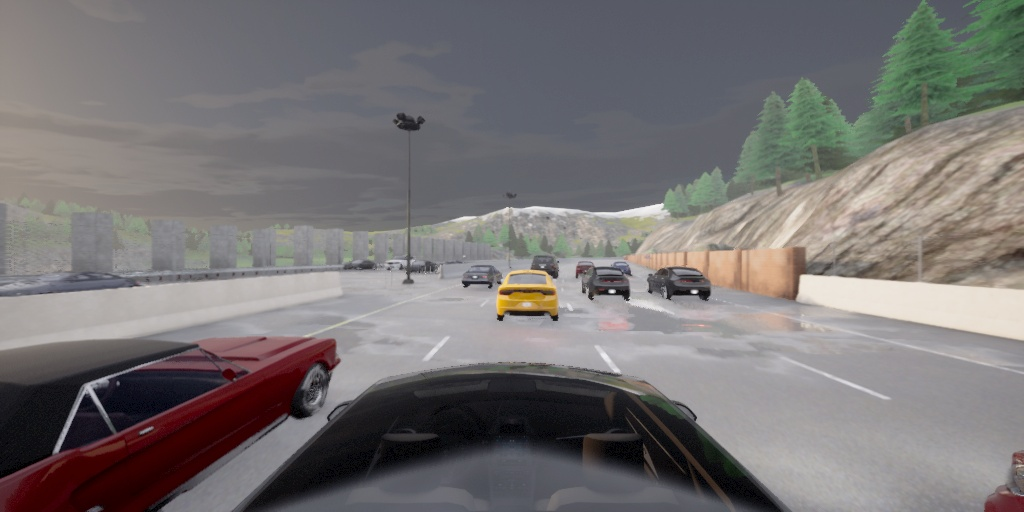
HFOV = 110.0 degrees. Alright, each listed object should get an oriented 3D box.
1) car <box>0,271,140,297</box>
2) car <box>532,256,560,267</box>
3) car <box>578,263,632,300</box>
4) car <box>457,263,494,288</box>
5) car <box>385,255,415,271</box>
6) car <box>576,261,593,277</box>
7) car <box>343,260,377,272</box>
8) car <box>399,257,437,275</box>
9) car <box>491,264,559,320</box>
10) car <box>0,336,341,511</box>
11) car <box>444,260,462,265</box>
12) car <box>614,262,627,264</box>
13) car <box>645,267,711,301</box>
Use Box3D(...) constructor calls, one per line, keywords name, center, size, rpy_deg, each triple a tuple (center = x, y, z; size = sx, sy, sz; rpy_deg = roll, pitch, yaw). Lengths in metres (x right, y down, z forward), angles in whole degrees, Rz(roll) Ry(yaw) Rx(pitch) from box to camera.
Box3D(name="car", center=(-17.063, 1.273, 13.744), size=(1.994, 1.385, 4.181), rpy_deg=(0, 0, 4))
Box3D(name="car", center=(2.936, 0.980, 31.480), size=(2.150, 2.045, 5.566), rpy_deg=(0, 0, 10))
Box3D(name="car", center=(4.535, 1.267, 17.784), size=(1.837, 1.490, 4.892), rpy_deg=(0, 0, 6))
Box3D(name="car", center=(-1.855, 1.294, 23.627), size=(2.033, 1.411, 5.357), rpy_deg=(0, 0, 8))
Box3D(name="car", center=(-14.969, 0.941, 48.769), size=(2.150, 2.045, 5.566), rpy_deg=(0, 0, 14))
Box3D(name="car", center=(7.369, 1.248, 35.755), size=(1.882, 1.535, 5.008), rpy_deg=(0, 0, 12))
Box3D(name="car", center=(-19.274, 1.183, 45.712), size=(1.882, 1.535, 5.008), rpy_deg=(0, 0, 14))
Box3D(name="car", center=(-9.958, 1.206, 39.327), size=(1.882, 1.535, 5.008), rpy_deg=(0, 0, 12))
Box3D(name="car", center=(0.581, 1.230, 12.668), size=(1.882, 1.535, 5.008), rpy_deg=(0, 0, 4))
Box3D(name="car", center=(-3.344, 1.343, 2.926), size=(1.895, 1.301, 4.718), rpy_deg=(0, 0, 0))
Box3D(name="car", center=(-9.255, 1.295, 56.634), size=(1.994, 1.385, 4.181), rpy_deg=(0, 0, 16))
Box3D(name="car", center=(11.405, 1.306, 37.765), size=(1.812, 1.442, 4.674), rpy_deg=(0, 0, 13))
Box3D(name="car", center=(8.044, 1.275, 17.734), size=(1.837, 1.490, 4.892), rpy_deg=(0, 0, 6))
